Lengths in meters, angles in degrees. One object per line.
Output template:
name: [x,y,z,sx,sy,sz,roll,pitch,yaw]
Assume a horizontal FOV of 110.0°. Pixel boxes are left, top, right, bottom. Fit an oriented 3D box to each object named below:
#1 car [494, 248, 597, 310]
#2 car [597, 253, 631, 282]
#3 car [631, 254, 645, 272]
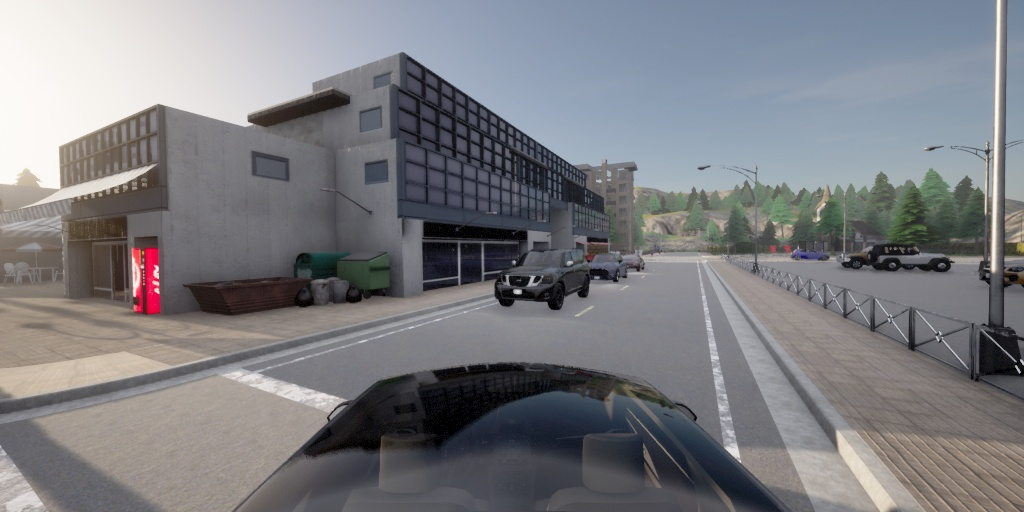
car: [1.428,0.725,13.860,2.150,2.045,5.566,0,1,27]
car: [5.902,0.619,22.621,2.097,1.767,4.553,0,1,27]
car: [10.561,0.547,31.731,1.812,1.442,4.674,0,1,27]
